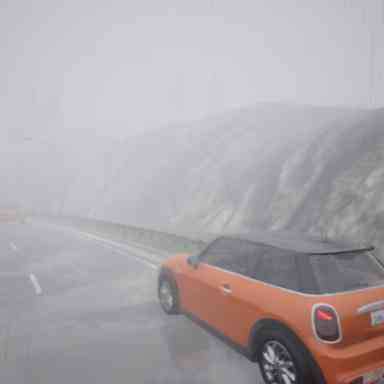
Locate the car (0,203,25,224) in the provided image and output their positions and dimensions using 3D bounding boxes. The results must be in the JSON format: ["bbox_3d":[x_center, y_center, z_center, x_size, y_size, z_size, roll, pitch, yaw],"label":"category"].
[{"bbox_3d":[-15.619,1.736,27.914,2.097,1.767,4.553,1,-1,-40],"label":"car"}]

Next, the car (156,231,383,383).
[{"bbox_3d":[1.075,1.430,5.564,2.097,1.767,4.553,0,-1,-28],"label":"car"}]
